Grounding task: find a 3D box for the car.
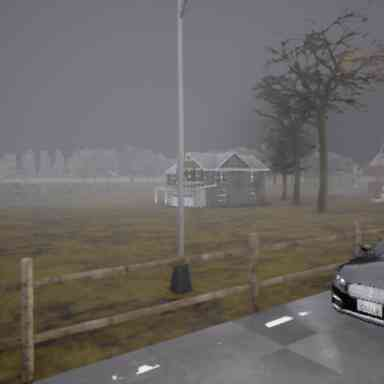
[{"bbox_3d":[4.642,1.447,6.381,4.902,1.511,2.128,0,0,-35],"label":"car"}]
